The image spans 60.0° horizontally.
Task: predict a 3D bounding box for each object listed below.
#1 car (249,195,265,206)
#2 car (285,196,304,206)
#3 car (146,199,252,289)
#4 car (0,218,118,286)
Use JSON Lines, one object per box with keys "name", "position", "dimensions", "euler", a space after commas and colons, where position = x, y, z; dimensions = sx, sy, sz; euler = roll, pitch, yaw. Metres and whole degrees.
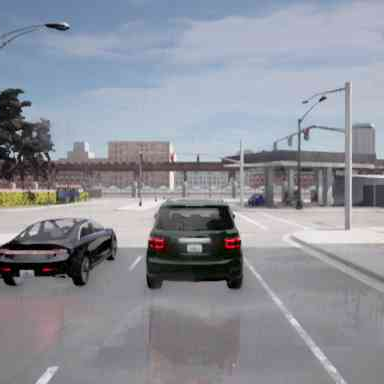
{"name": "car", "position": [9.640, 1.201, 49.455], "dimensions": [2.242, 1.667, 4.611], "euler": [0, 0, 0]}
{"name": "car", "position": [15.384, 1.361, 50.225], "dimensions": [1.970, 1.475, 3.806], "euler": [0, 0, 0]}
{"name": "car", "position": [0.071, 1.204, 9.269], "dimensions": [2.150, 2.045, 5.566], "euler": [0, 0, 0]}
{"name": "car", "position": [-3.433, 1.474, 9.353], "dimensions": [2.128, 1.511, 4.902], "euler": [0, 0, 0]}
